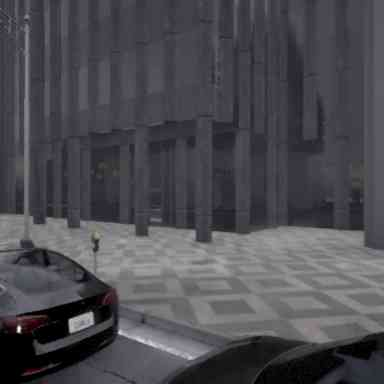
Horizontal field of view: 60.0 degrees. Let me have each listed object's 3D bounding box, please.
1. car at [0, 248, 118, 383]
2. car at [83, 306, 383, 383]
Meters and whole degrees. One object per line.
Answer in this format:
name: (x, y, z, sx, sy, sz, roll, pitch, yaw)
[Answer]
car: (-2.980, 1.545, 5.091, 4.313, 1.339, 1.947, 0, 0, 36)
car: (1.587, 1.567, 1.833, 4.313, 1.339, 1.947, 0, 0, 36)
